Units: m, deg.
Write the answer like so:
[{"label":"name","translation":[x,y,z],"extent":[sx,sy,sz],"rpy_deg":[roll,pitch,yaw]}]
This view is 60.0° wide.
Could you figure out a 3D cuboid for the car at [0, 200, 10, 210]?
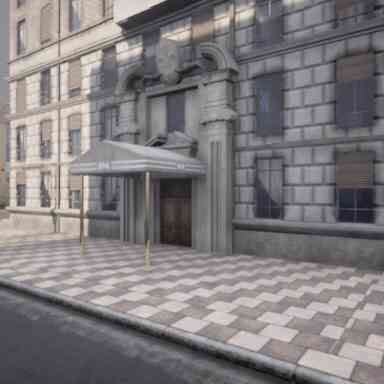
[{"label":"car","translation":[-24.014,1.580,40.453],"extent":[1.895,1.301,4.718],"rpy_deg":[0,0,35]}]
